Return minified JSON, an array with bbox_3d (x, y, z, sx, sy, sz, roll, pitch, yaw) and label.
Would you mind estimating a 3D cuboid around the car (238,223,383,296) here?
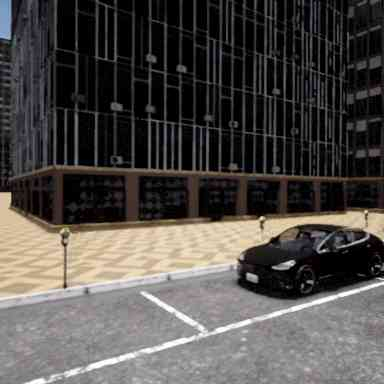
[{"bbox_3d":[3.152,1.510,8.480,4.313,1.339,1.947,0,1,-33],"label":"car"}]
